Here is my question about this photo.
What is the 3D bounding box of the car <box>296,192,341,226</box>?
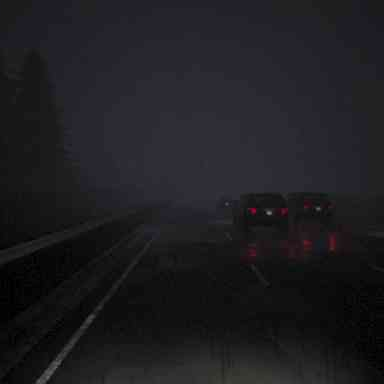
[{"bbox_3d":[7.097,1.014,21.352,2.150,2.045,5.566,0,1,0],"label":"car"}]

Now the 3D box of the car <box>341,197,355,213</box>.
[{"bbox_3d":[14.097,1.160,32.730,1.882,1.535,5.008,0,1,0],"label":"car"}]

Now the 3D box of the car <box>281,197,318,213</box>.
[{"bbox_3d":[10.597,1.224,33.275,2.033,1.411,5.357,0,1,0],"label":"car"}]

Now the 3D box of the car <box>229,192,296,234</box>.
[{"bbox_3d":[3.586,1.044,18.174,2.150,2.045,5.566,0,1,0],"label":"car"}]

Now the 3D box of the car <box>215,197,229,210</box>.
[{"bbox_3d":[3.596,1.212,36.104,1.994,1.385,4.181,0,1,0],"label":"car"}]
